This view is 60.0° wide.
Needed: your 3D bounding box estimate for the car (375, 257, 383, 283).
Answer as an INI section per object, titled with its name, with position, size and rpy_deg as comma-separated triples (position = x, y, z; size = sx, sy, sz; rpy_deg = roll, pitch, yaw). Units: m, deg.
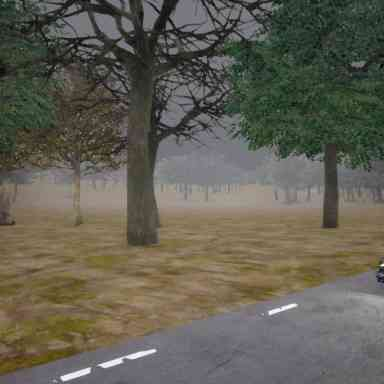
[car]
position = 6.737, 1.557, 8.390
size = 5.357, 1.411, 2.033
rpy_deg = 0, 0, -37
